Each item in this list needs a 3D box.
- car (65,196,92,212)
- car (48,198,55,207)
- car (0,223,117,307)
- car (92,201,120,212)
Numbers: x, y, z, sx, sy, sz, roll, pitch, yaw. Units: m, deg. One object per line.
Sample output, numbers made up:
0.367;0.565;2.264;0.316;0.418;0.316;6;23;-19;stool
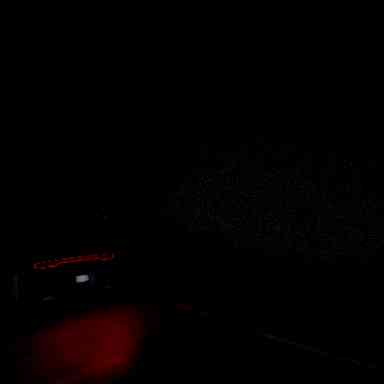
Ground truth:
-13.841;1.657;40.949;1.882;1.535;5.008;0;0;3;car
-22.761;1.699;54.730;1.882;1.535;5.008;0;0;12;car
-3.655;1.512;8.300;1.882;1.535;5.008;0;0;-39;car
-10.335;1.797;41.297;1.895;1.301;4.718;0;0;4;car
